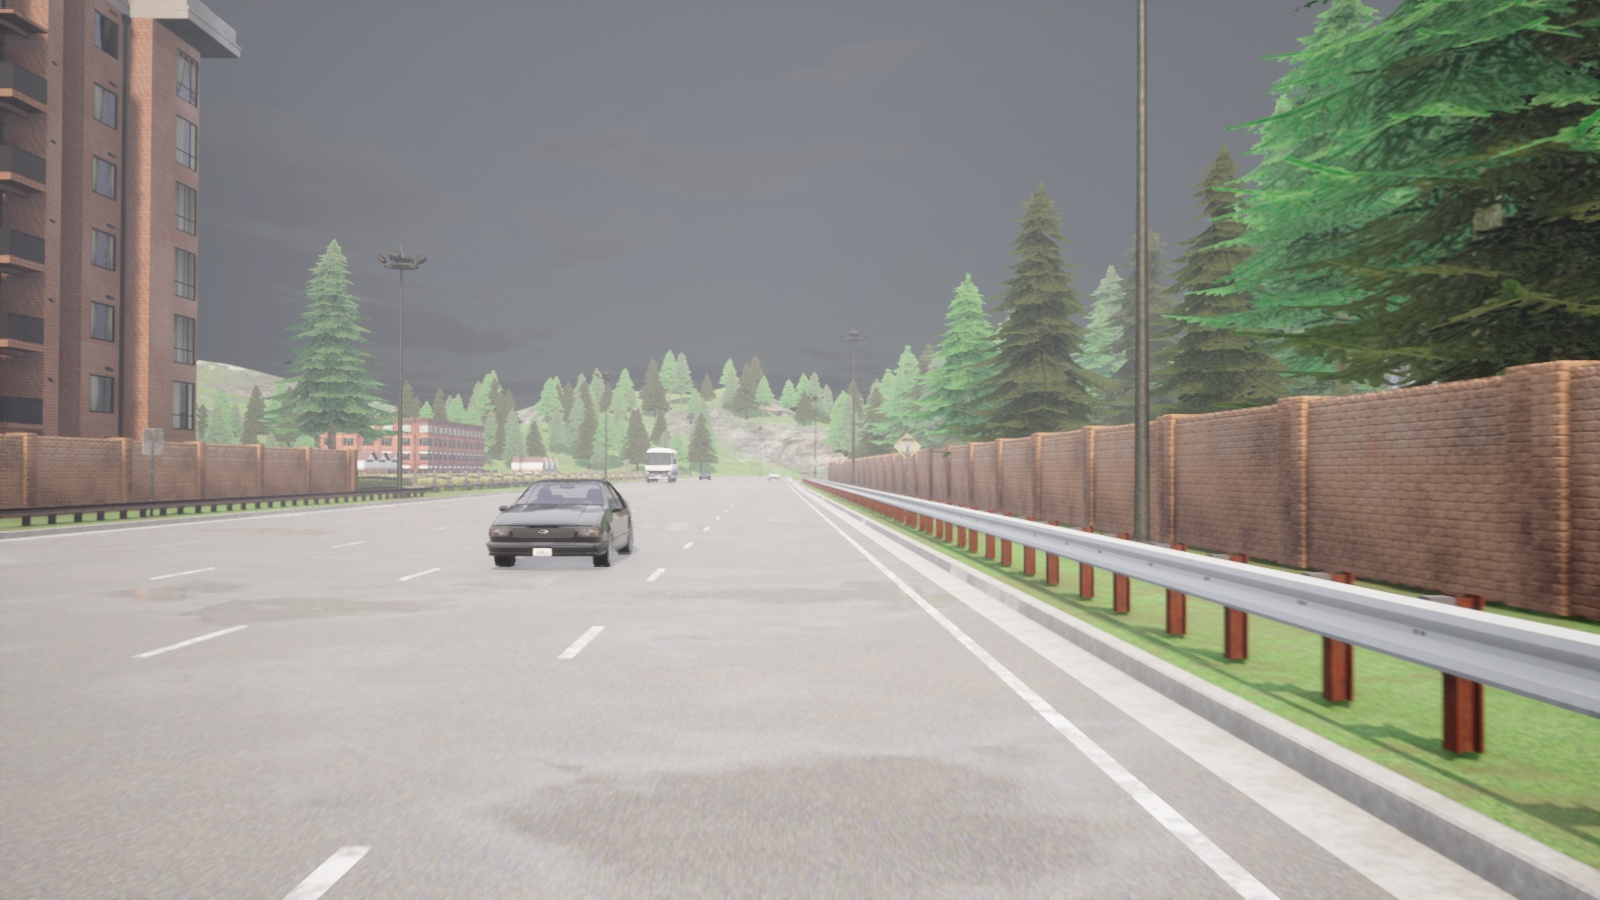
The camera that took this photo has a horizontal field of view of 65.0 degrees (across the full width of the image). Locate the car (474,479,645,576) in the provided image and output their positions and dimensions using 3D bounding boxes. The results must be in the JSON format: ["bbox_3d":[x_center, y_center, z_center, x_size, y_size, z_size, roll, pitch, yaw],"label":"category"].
[{"bbox_3d":[-3.956,1.225,21.618,2.033,1.411,5.357,0,-1,-1],"label":"car"}]
